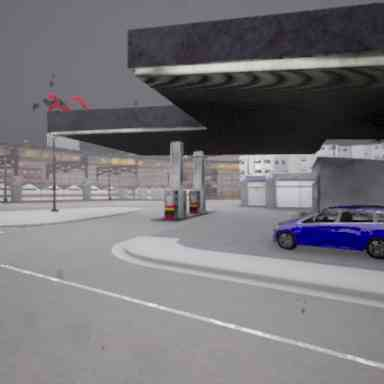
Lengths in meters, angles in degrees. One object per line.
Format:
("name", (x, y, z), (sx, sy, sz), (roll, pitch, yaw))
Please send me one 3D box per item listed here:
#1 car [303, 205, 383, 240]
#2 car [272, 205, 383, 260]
("car", (7.961, 1.456, 17.174), (3.806, 1.475, 1.970), (0, 0, 36))
("car", (5.246, 1.295, 12.054), (4.611, 1.667, 2.242), (0, 0, 36))
